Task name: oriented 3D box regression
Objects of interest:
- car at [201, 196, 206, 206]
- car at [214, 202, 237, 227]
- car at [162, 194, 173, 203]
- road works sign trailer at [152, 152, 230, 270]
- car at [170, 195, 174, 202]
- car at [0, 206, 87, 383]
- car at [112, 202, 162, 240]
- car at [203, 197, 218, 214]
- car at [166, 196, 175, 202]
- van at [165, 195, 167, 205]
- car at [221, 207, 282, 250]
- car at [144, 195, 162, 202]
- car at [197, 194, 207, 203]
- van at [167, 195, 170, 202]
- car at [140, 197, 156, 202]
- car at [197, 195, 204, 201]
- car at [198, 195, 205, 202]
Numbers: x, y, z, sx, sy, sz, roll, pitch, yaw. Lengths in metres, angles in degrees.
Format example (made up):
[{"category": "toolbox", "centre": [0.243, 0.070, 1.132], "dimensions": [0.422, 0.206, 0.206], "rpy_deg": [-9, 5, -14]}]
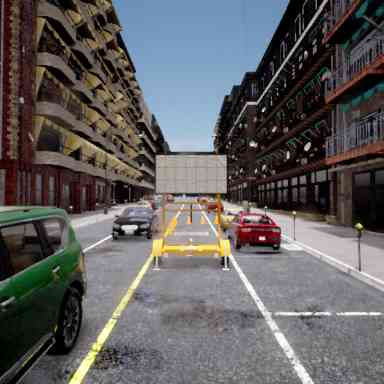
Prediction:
[{"category": "car", "centre": [2.498, 1.629, 41.991], "dimensions": [2.008, 1.369, 4.403], "rpy_deg": [1, 0, 0]}, {"category": "car", "centre": [2.545, 1.551, 20.039], "dimensions": [1.752, 1.417, 4.829], "rpy_deg": [1, 0, 0]}, {"category": "car", "centre": [-5.446, 1.518, 75.219], "dimensions": [2.192, 1.841, 5.009], "rpy_deg": [1, 0, 0]}, {"category": "road works sign trailer", "centre": [-0.022, 0.475, 10.998], "dimensions": [2.380, 3.560, 2.880], "rpy_deg": [0, 0, 0]}, {"category": "car", "centre": [-5.435, 1.494, 69.690], "dimensions": [2.192, 1.841, 5.009], "rpy_deg": [1, 0, 0]}, {"category": "car", "centre": [-2.750, 1.224, 3.164], "dimensions": [2.150, 2.045, 5.566], "rpy_deg": [0, 0, 0]}, {"category": "car", "centre": [-2.791, 1.512, 17.124], "dimensions": [2.128, 1.511, 4.902], "rpy_deg": [0, 0, 0]}, {"category": "car", "centre": [2.510, 1.609, 36.459], "dimensions": [1.887, 1.381, 4.507], "rpy_deg": [1, 0, 0]}, {"category": "car", "centre": [-5.476, 1.822, 86.281], "dimensions": [1.947, 1.339, 4.313], "rpy_deg": [1, 0, 0]}, {"category": "van", "centre": [-5.400, 1.454, 53.097], "dimensions": [1.690, 1.788, 3.998], "rpy_deg": [2, 0, 0]}, {"category": "car", "centre": [2.557, 1.561, 14.337], "dimensions": [1.887, 1.381, 4.507], "rpy_deg": [1, 0, 0]}, {"category": "car", "centre": [-5.376, 1.394, 42.038], "dimensions": [2.192, 1.841, 5.009], "rpy_deg": [2, 0, 0]}, {"category": "car", "centre": [2.388, 1.543, 80.707], "dimensions": [2.192, 1.841, 5.009], "rpy_deg": [1, 0, 0]}, {"category": "van", "centre": [-5.412, 1.475, 58.629], "dimensions": [1.690, 1.788, 3.998], "rpy_deg": [1, 0, 0]}, {"category": "car", "centre": [-5.370, 1.589, 36.336], "dimensions": [1.752, 1.417, 4.829], "rpy_deg": [2, 0, 0]}, {"category": "car", "centre": [2.361, 1.726, 91.770], "dimensions": [1.967, 1.590, 4.097], "rpy_deg": [1, 0, 0]}, {"category": "car", "centre": [2.463, 1.678, 58.583], "dimensions": [1.887, 1.381, 4.507], "rpy_deg": [1, 0, 0]}]
